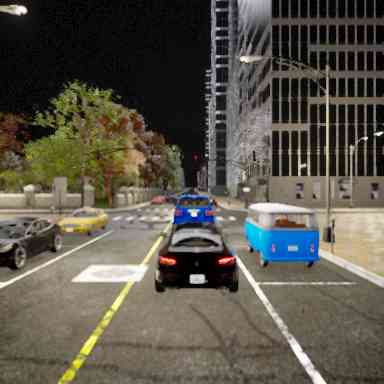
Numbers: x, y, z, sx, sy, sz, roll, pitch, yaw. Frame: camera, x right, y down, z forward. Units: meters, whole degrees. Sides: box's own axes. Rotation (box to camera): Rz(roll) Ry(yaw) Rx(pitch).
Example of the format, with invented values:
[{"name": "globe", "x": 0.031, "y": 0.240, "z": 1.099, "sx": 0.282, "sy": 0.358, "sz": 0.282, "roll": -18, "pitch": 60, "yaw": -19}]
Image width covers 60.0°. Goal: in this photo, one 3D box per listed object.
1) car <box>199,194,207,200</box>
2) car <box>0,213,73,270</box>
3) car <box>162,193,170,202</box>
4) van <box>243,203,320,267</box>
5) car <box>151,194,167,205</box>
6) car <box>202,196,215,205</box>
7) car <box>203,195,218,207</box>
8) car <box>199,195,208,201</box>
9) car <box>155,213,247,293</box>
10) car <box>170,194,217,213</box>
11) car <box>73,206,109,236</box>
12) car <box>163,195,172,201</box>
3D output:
[{"name": "car", "x": 2.693, "y": 1.239, "z": 83.202, "sx": 1.967, "sy": 1.590, "sz": 4.097, "roll": 0, "pitch": 0, "yaw": 0}, {"name": "car", "x": -5.769, "y": 1.542, "z": 10.990, "sx": 1.947, "sy": 1.339, "sz": 4.313, "roll": 0, "pitch": 0, "yaw": 0}, {"name": "car", "x": -5.688, "y": 1.412, "z": 60.477, "sx": 2.008, "sy": 1.369, "sz": 4.403, "roll": 0, "pitch": 0, "yaw": 0}, {"name": "van", "x": 2.775, "y": 1.317, "z": 10.991, "sx": 1.690, "sy": 1.788, "sz": 3.998, "roll": 0, "pitch": 0, "yaw": 0}, {"name": "car", "x": -5.688, "y": 1.419, "z": 54.794, "sx": 1.887, "sy": 1.381, "sz": 4.507, "roll": 0, "pitch": 0, "yaw": 0}, {"name": "car", "x": 2.693, "y": 1.440, "z": 54.797, "sx": 1.947, "sy": 1.339, "sz": 4.313, "roll": 0, "pitch": 0, "yaw": 0}, {"name": "car", "x": 2.693, "y": 1.327, "z": 49.116, "sx": 1.967, "sy": 1.590, "sz": 4.097, "roll": 0, "pitch": 0, "yaw": 0}, {"name": "car", "x": 2.693, "y": 1.382, "z": 77.521, "sx": 1.947, "sy": 1.339, "sz": 4.313, "roll": 0, "pitch": 0, "yaw": 0}, {"name": "car", "x": 0.103, "y": 1.507, "z": 8.716, "sx": 1.812, "sy": 1.442, "sz": 4.674, "roll": 0, "pitch": 0, "yaw": 0}, {"name": "car", "x": 0.101, "y": 1.179, "z": 19.066, "sx": 2.150, "sy": 2.045, "sz": 5.566, "roll": 0, "pitch": 0, "yaw": 0}, {"name": "car", "x": -5.817, "y": 1.485, "z": 18.224, "sx": 1.752, "sy": 1.417, "sz": 4.829, "roll": 0, "pitch": 0, "yaw": 0}, {"name": "car", "x": -5.688, "y": 1.398, "z": 77.525, "sx": 1.802, "sy": 1.307, "sz": 4.206, "roll": 0, "pitch": 0, "yaw": 0}]
